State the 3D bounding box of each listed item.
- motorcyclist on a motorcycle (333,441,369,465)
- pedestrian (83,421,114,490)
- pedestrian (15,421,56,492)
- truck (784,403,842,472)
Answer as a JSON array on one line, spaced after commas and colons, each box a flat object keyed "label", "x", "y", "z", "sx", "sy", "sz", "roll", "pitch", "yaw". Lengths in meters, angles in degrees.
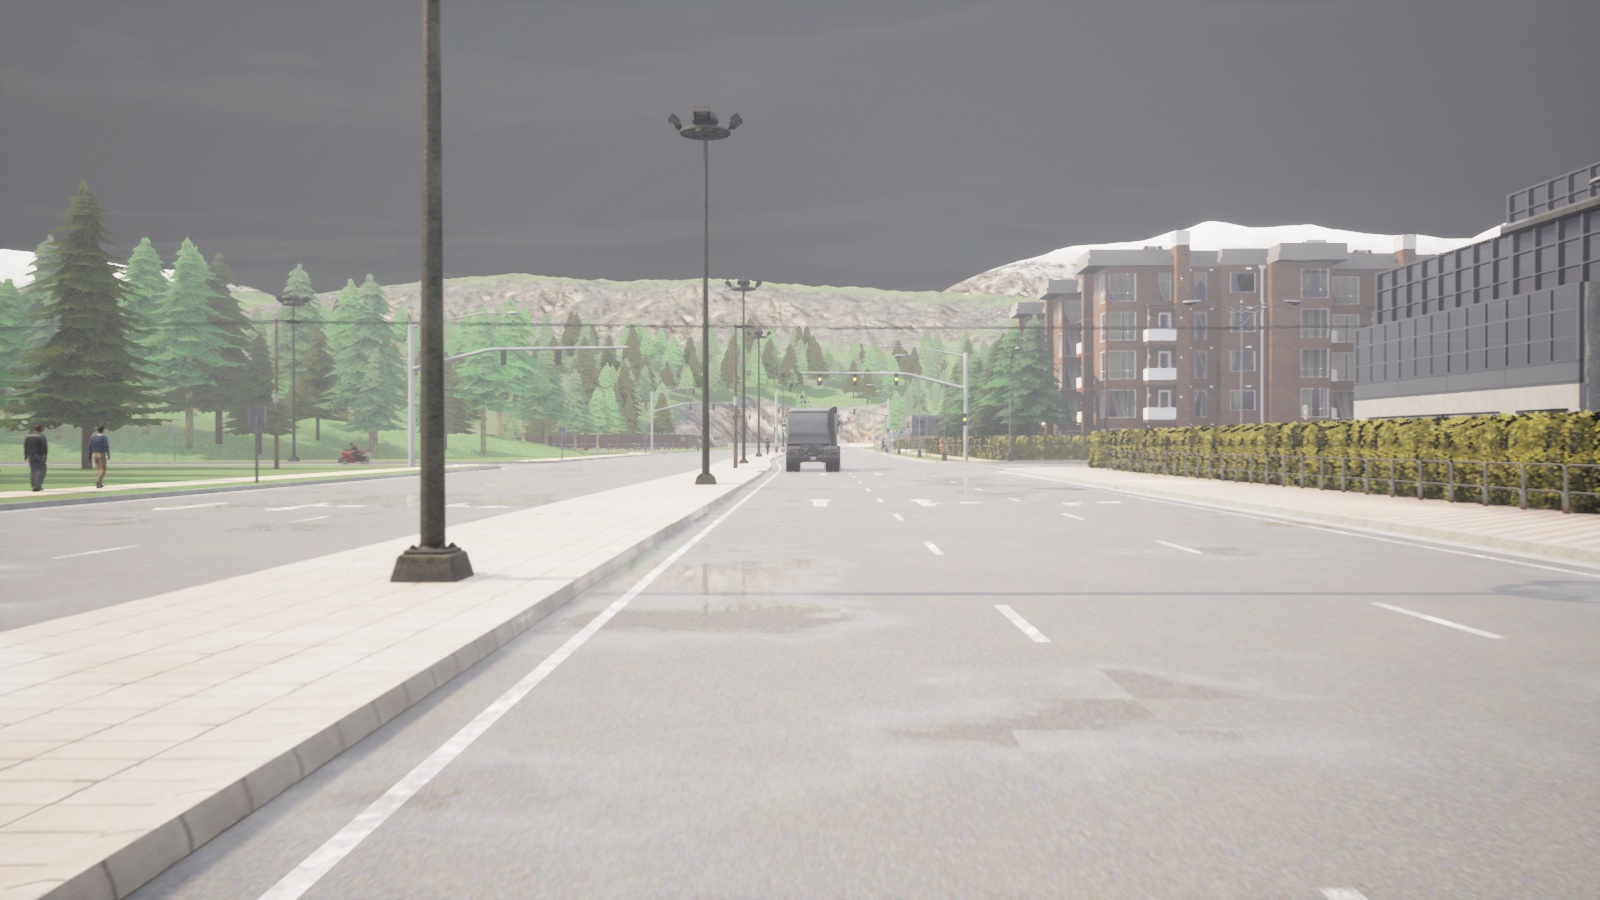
[{"label": "motorcyclist on a motorcycle", "x": -29.386, "y": 0.213, "z": 82.157, "sx": 2.044, "sy": 1.523, "sz": 0.797, "roll": -1, "pitch": 0, "yaw": 1}, {"label": "pedestrian", "x": -20.205, "y": 0.154, "z": 36.164, "sx": 0.423, "sy": 1.949, "sz": 0.788, "roll": 0, "pitch": 0, "yaw": 3}, {"label": "pedestrian", "x": -20.457, "y": 0.169, "z": 33.620, "sx": 0.563, "sy": 1.883, "sz": 0.849, "roll": 0, "pitch": 0, "yaw": 2}, {"label": "truck", "x": 0.657, "y": -0.634, "z": 67.008, "sx": 2.891, "sy": 3.462, "sz": 7.936, "roll": 0, "pitch": 0, "yaw": 0}]
